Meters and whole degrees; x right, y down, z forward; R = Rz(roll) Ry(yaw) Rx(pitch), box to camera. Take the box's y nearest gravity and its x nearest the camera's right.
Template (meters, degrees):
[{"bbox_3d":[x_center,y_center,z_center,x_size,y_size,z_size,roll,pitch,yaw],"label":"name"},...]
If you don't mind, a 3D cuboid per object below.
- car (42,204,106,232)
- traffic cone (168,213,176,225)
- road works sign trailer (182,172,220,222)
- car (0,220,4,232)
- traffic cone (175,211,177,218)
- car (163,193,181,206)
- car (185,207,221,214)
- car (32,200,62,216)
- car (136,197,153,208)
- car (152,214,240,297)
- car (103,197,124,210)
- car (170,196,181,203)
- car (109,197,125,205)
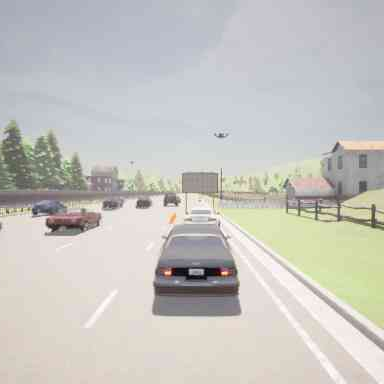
[{"bbox_3d":[-6.877,1.601,19.967,1.895,1.301,4.718,0,0,0],"label":"car"},{"bbox_3d":[-1.461,1.955,23.116,0.340,0.580,0.340,0,0,0],"label":"traffic cone"},{"bbox_3d":[0.512,0.464,22.043,2.380,3.560,2.880,0,0,-5],"label":"road works sign trailer"},{"bbox_3d":[-10.384,1.601,14.623,1.895,1.301,4.718,0,0,0],"label":"car"},{"bbox_3d":[-1.459,1.955,25.116,0.340,0.580,0.340,0,0,0],"label":"traffic cone"},{"bbox_3d":[-3.339,1.221,53.296,2.150,2.045,5.566,0,0,0],"label":"car"},{"bbox_3d":[0.581,1.538,18.429,1.812,1.442,4.674,0,-1,5],"label":"car"},{"bbox_3d":[-13.863,1.525,32.435,1.812,1.442,4.674,0,0,0],"label":"car"},{"bbox_3d":[-6.845,1.477,48.191,1.882,1.535,5.008,0,0,0],"label":"car"},{"bbox_3d":[0.107,1.547,8.760,2.033,1.411,5.357,0,0,1],"label":"car"},{"bbox_3d":[-10.350,1.504,43.659,1.837,1.490,4.892,0,0,0],"label":"car"},{"bbox_3d":[-3.322,1.564,68.511,1.994,1.385,4.181,0,0,0],"label":"car"},{"bbox_3d":[-13.829,1.563,61.575,1.994,1.385,4.181,0,0,0],"label":"car"}]
